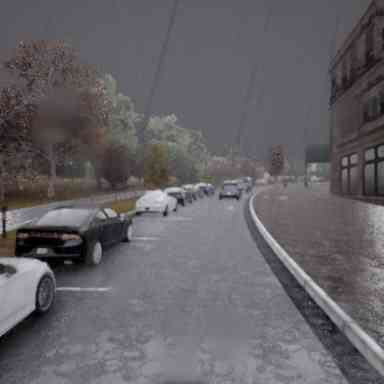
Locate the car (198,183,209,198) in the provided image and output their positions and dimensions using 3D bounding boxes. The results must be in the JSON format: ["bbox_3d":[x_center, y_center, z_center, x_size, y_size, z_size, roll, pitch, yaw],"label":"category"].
[{"bbox_3d":[-0.110,-0.033,32.494,2.231,1.521,4.892,0,3,13],"label":"car"}]

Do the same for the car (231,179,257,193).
[{"bbox_3d":[7.002,-0.665,44.766,2.033,1.411,5.357,0,3,17],"label":"car"}]

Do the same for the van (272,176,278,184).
[{"bbox_3d":[18.231,-2.743,79.172,1.878,1.987,4.442,-2,2,29],"label":"van"}]

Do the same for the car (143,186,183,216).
[{"bbox_3d":[-2.145,0.630,20.746,2.002,1.452,4.674,0,3,9],"label":"car"}]

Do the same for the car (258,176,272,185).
[{"bbox_3d":[15.497,-2.274,74.397,1.946,1.575,5.366,-2,2,30],"label":"car"}]

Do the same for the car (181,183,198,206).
[{"bbox_3d":[-1.177,0.276,26.893,2.097,1.535,5.008,0,3,11],"label":"car"}]

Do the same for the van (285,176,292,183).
[{"bbox_3d":[24.341,-3.215,88.528,1.878,1.987,4.442,-2,2,34],"label":"van"}]

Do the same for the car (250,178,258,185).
[{"bbox_3d":[10.377,-1.981,64.281,2.435,2.045,5.566,-3,2,25],"label":"car"}]

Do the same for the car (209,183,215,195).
[{"bbox_3d":[1.352,-0.361,38.641,2.097,1.535,5.008,0,3,15],"label":"car"}]

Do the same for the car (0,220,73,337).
[{"bbox_3d":[-3.418,1.460,4.149,2.002,1.452,4.674,-2,3,1],"label":"car"}]

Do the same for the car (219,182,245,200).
[{"bbox_3d":[3.842,-0.011,32.848,1.994,1.385,4.181,0,3,12],"label":"car"}]

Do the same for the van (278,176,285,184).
[{"bbox_3d":[21.206,-2.984,83.904,1.878,1.987,4.442,-2,2,34],"label":"van"}]

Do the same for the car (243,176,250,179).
[{"bbox_3d":[8.146,-1.448,59.138,2.231,1.521,4.892,-3,2,22],"label":"car"}]

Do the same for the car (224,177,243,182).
[{"bbox_3d":[6.097,-1.167,53.943,2.231,1.521,4.892,-3,2,22],"label":"car"}]

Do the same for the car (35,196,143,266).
[{"bbox_3d":[-3.266,1.097,10.281,2.097,1.535,5.008,1,3,6],"label":"car"}]
